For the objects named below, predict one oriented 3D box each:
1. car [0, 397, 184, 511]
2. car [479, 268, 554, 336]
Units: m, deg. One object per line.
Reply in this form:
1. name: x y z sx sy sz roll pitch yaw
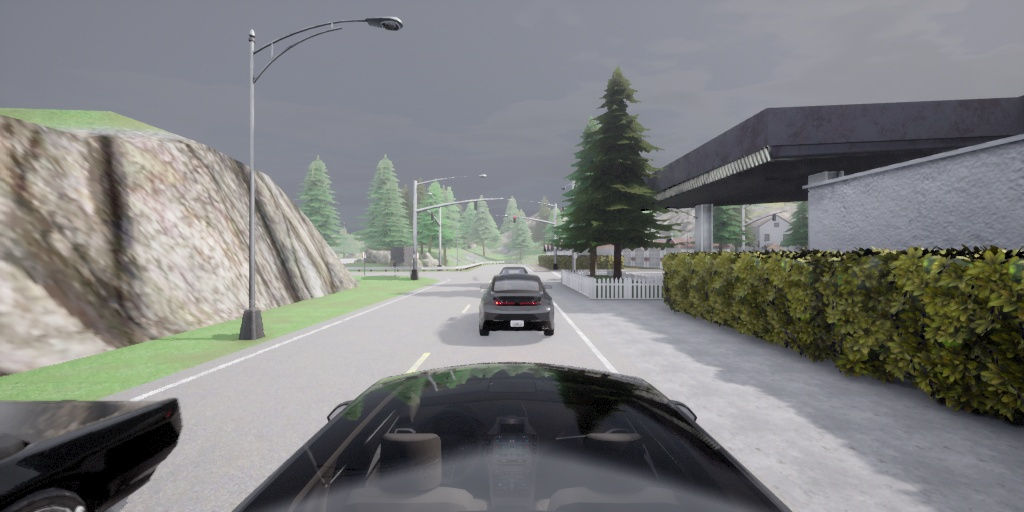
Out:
1. car: -3.602 1.351 0.634 1.895 1.301 4.718 0 0 0
2. car: 0.117 1.255 10.376 1.837 1.490 4.892 0 0 0
